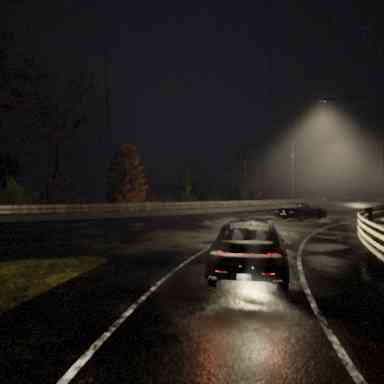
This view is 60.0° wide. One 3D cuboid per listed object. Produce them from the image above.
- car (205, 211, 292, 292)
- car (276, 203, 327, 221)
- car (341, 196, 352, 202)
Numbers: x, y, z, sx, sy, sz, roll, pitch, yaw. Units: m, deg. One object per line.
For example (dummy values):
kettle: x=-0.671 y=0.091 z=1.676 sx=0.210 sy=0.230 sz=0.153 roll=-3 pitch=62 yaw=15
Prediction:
car: x=1.588 y=1.510 z=9.105 sx=2.128 sy=1.511 sz=4.902 roll=0 pitch=0 yaw=13
car: x=9.044 y=1.602 z=27.449 sx=5.357 sy=1.411 sz=2.033 roll=0 pitch=0 yaw=-40
car: x=36.969 y=1.715 z=79.707 sx=1.994 sy=1.385 sz=4.181 roll=0 pitch=0 yaw=18
